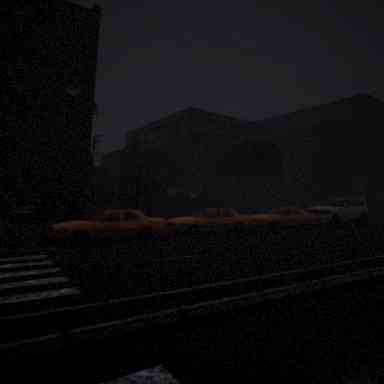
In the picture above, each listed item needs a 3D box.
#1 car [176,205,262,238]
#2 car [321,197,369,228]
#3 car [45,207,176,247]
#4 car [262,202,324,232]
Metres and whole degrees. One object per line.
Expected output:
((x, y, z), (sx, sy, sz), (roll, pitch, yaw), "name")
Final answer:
((0.991, 1.518, 18.002), (5.366, 1.575, 1.946), (1, 0, -33), "car")
((10.539, 1.405, 24.112), (5.566, 2.045, 2.435), (1, 0, -33), "car")
((-3.666, 1.455, 15.033), (5.366, 1.575, 1.946), (1, 0, -32), "car")
((5.643, 1.584, 20.981), (5.366, 1.575, 1.946), (1, 0, -33), "car")
